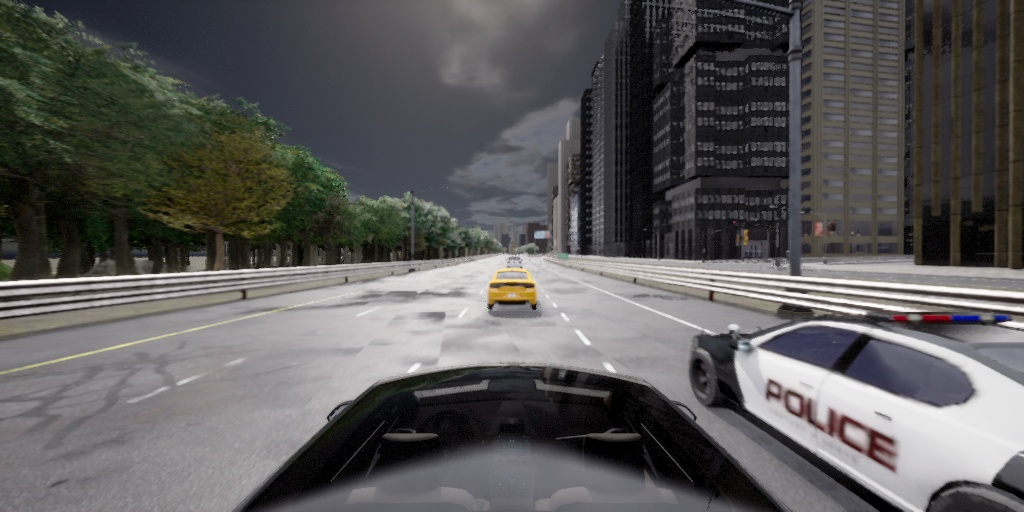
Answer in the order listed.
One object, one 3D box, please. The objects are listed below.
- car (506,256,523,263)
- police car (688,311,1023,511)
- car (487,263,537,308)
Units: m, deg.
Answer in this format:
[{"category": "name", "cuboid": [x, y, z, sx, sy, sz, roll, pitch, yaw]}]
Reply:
[{"category": "car", "cuboid": [0.327, 0.976, 49.224, 2.150, 2.045, 5.566, 0, 0, 1]}, {"category": "police car", "cuboid": [3.499, 1.262, 3.347, 2.038, 1.542, 4.974, 0, 0, 0]}, {"category": "car", "cuboid": [0.011, 1.264, 15.359, 1.882, 1.535, 5.008, 0, 0, 0]}]
